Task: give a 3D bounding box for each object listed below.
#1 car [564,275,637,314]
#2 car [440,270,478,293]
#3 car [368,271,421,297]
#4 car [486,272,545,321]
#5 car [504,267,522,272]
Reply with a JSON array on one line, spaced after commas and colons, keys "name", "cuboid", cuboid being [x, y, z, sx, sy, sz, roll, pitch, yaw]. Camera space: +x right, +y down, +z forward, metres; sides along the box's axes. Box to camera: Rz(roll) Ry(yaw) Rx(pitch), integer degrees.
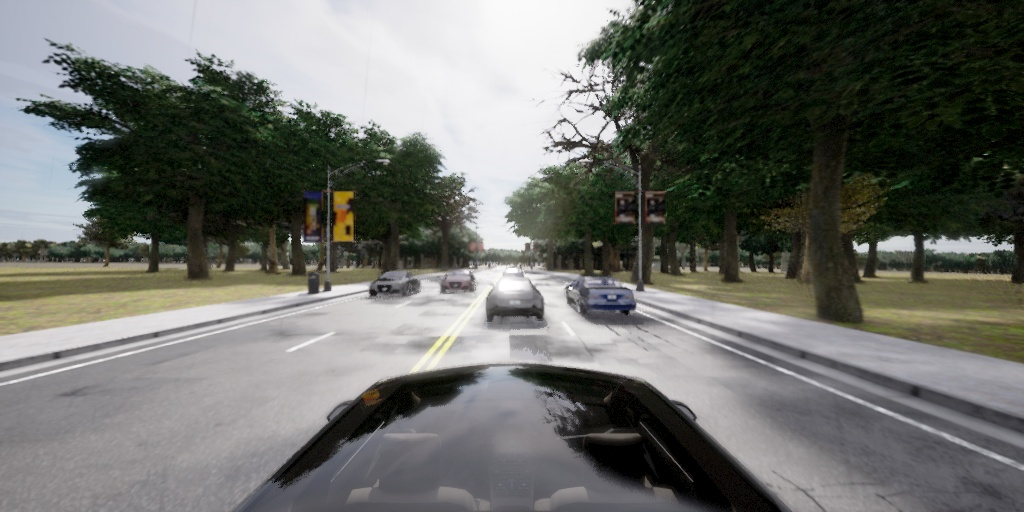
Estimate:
[{"name": "car", "cuboid": [3.351, 1.455, 14.529, 2.033, 1.411, 5.357, 0, -1, 0]}, {"name": "car", "cuboid": [-3.346, 1.578, 23.210, 1.994, 1.385, 4.181, 0, -1, 0]}, {"name": "car", "cuboid": [-6.595, 1.546, 20.569, 1.994, 1.385, 4.181, 0, -1, 0]}, {"name": "car", "cuboid": [0.103, 1.455, 13.240, 1.994, 1.385, 4.181, 0, -1, 0]}, {"name": "car", "cuboid": [0.104, 1.651, 30.534, 2.033, 1.411, 5.357, 0, -1, 0]}]
